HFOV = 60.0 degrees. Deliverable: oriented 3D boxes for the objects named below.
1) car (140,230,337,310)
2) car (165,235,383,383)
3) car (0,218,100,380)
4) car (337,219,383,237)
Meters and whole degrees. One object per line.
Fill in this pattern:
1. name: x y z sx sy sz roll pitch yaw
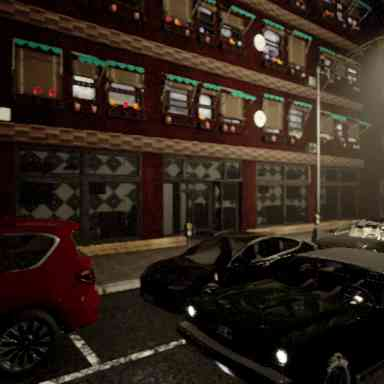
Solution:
1. car: 0.998 1.568 7.272 4.313 1.339 1.947 0 0 -35
2. car: 2.156 1.603 4.890 4.718 1.301 1.895 0 0 -35
3. car: -3.642 1.315 3.964 5.009 1.841 2.192 0 0 -35
4. car: 5.635 1.557 10.579 4.403 1.369 2.008 0 0 -35
